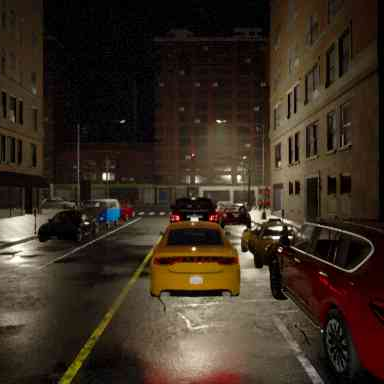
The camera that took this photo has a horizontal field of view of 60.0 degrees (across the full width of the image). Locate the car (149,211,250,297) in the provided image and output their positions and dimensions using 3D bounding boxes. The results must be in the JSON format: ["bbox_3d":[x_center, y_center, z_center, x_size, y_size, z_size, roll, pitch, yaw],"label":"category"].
[{"bbox_3d":[0.041,1.484,8.637,1.882,1.535,5.008,0,0,-1],"label":"car"}]

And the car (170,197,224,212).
[{"bbox_3d":[0.086,1.237,16.221,2.150,2.045,5.566,0,0,0],"label":"car"}]

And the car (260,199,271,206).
[{"bbox_3d":[11.362,1.611,43.248,5.008,1.535,1.882,0,-1,0],"label":"car"}]

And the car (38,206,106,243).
[{"bbox_3d":[-5.867,1.582,16.292,1.947,1.339,4.313,1,0,0],"label":"car"}]

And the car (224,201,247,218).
[{"bbox_3d":[2.653,1.464,21.782,1.967,1.590,4.097,1,0,0],"label":"car"}]

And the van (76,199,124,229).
[{"bbox_3d":[-5.871,1.365,21.775,1.690,1.788,3.998,1,0,0],"label":"van"}]

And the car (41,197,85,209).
[{"bbox_3d":[-16.749,1.409,43.396,4.902,1.511,2.128,0,-1,0],"label":"car"}]

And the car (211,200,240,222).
[{"bbox_3d":[2.648,1.471,27.265,1.967,1.590,4.097,1,0,0],"label":"car"}]

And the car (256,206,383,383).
[{"bbox_3d":[2.672,1.318,5.334,2.192,1.841,5.009,1,0,0],"label":"car"}]

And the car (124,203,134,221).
[{"bbox_3d":[-5.878,1.576,27.257,1.887,1.381,4.507,1,0,0],"label":"car"}]

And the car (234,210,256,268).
[{"bbox_3d":[2.664,1.534,10.987,1.752,1.417,4.829,1,0,0],"label":"car"}]

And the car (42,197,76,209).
[{"bbox_3d":[-16.550,1.483,40.134,4.718,1.301,1.895,0,-1,1],"label":"car"}]

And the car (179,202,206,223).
[{"bbox_3d":[0.054,1.595,26.689,1.994,1.385,4.181,0,0,1],"label":"car"}]
